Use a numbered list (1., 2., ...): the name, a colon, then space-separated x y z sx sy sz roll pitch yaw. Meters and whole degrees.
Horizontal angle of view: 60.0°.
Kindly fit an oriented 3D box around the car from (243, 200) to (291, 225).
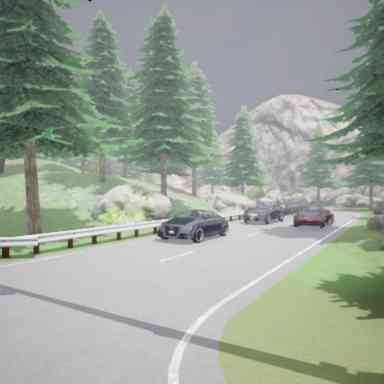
1. car: 5.391 1.494 24.675 2.128 1.511 4.902 0 0 32

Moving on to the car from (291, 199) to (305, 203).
1. car: 10.550 1.510 33.495 1.837 1.490 4.892 0 0 25

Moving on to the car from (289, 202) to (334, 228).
1. car: 8.305 1.636 22.543 1.994 1.385 4.181 0 -1 32

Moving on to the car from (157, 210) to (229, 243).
1. car: 0.153 1.564 16.222 1.994 1.385 4.181 0 0 32
